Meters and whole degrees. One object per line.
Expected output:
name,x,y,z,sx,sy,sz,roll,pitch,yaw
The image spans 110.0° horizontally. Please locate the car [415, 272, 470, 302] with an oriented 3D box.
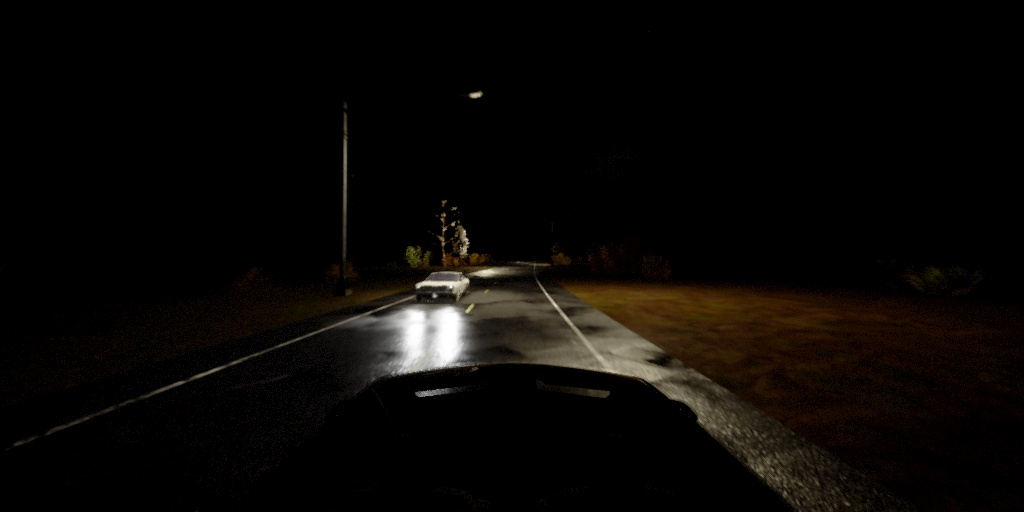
car,-3.342,1.456,17.842,1.895,1.301,4.718,0,0,1
